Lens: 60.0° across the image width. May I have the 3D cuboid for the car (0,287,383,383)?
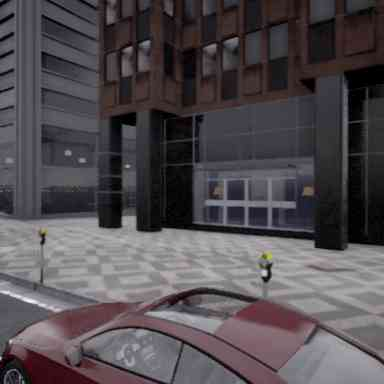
[{"bbox_3d":[-0.069,1.582,3.010,4.206,1.307,1.802,0,0,36],"label":"car"}]
